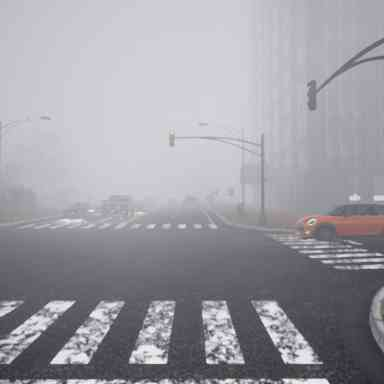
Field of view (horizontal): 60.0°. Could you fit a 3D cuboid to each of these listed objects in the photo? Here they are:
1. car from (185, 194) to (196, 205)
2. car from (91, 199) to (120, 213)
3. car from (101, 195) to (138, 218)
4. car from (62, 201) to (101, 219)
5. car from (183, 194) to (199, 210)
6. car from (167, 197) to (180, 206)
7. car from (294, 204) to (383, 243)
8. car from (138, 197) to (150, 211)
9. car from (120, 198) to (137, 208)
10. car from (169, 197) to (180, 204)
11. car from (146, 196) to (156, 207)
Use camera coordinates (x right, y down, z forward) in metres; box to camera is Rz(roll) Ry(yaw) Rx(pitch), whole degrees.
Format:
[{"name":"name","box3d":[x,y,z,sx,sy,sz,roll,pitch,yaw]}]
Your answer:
[{"name":"car","box3d":[-0.235,1.423,65.634,2.150,2.045,5.566,0,0,0]},{"name":"car","box3d":[-10.020,1.616,39.016,2.033,1.411,5.357,0,0,0]},{"name":"car","box3d":[-6.735,1.267,30.862,2.150,2.045,5.566,0,0,0]},{"name":"car","box3d":[-9.980,1.606,29.773,1.994,1.385,4.181,0,0,0]},{"name":"car","box3d":[-0.097,1.439,44.072,2.097,1.767,4.553,0,0,0]},{"name":"car","box3d":[-3.517,1.687,59.358,1.812,1.442,4.674,0,0,0]},{"name":"car","box3d":[7.139,1.340,15.436,4.553,1.767,2.097,0,-2,-1]},{"name":"car","box3d":[-6.783,1.679,41.755,1.895,1.301,4.718,0,0,0]},{"name":"car","box3d":[-10.072,1.690,52.889,1.994,1.385,4.181,0,0,0]},{"name":"car","box3d":[-3.563,1.770,69.361,2.033,1.411,5.357,0,0,0]},{"name":"car","box3d":[-6.825,1.478,52.670,2.097,1.767,4.553,0,0,-2]}]
